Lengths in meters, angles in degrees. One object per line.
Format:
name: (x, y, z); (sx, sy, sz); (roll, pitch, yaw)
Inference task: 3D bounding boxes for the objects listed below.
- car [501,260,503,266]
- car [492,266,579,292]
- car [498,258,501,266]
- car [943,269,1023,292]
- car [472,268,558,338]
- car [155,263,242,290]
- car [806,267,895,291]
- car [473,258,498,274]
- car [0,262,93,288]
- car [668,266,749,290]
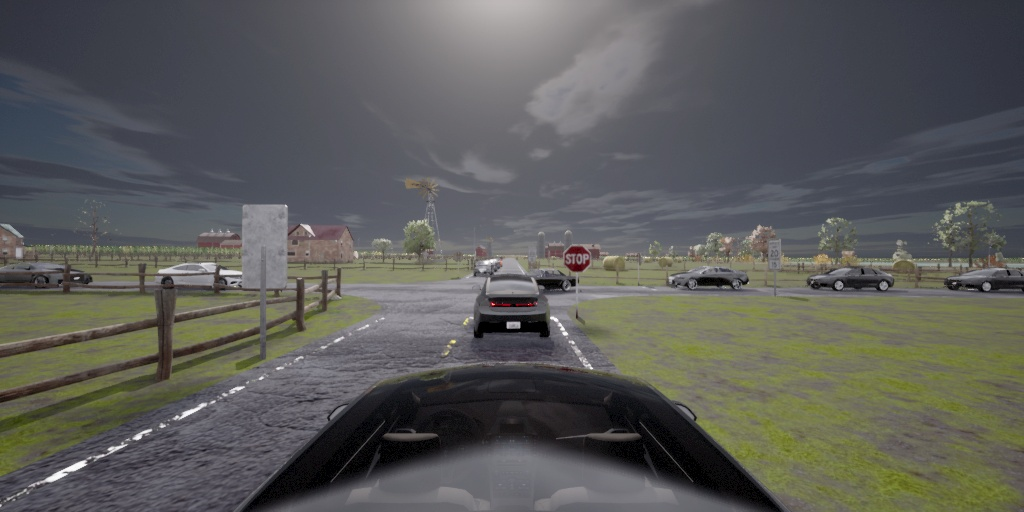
car: (-2.817, 1.237, 55.879); (2.128, 1.511, 4.902); (0, 0, 0)
car: (1.501, 1.368, 20.250); (4.718, 1.301, 1.895); (1, 0, -35)
car: (-2.848, 1.239, 46.337); (2.128, 1.511, 4.902); (0, 0, 0)
car: (31.704, 1.586, 23.768); (4.892, 1.490, 1.837); (1, -1, -1)
car: (-0.073, 1.256, 10.204); (1.837, 1.490, 4.892); (0, 0, -3)
car: (-17.242, 1.102, 20.162); (4.674, 1.442, 1.812); (1, -1, -1)
car: (22.201, 1.498, 23.648); (4.892, 1.490, 1.837); (1, -1, -1)
car: (-2.856, 1.241, 36.891); (2.128, 1.511, 4.902); (0, 0, 0)
car: (-26.362, 1.047, 20.041); (4.181, 1.385, 1.994); (1, -1, -1)
car: (12.800, 1.396, 23.478); (4.902, 1.511, 2.128); (1, -1, -2)
